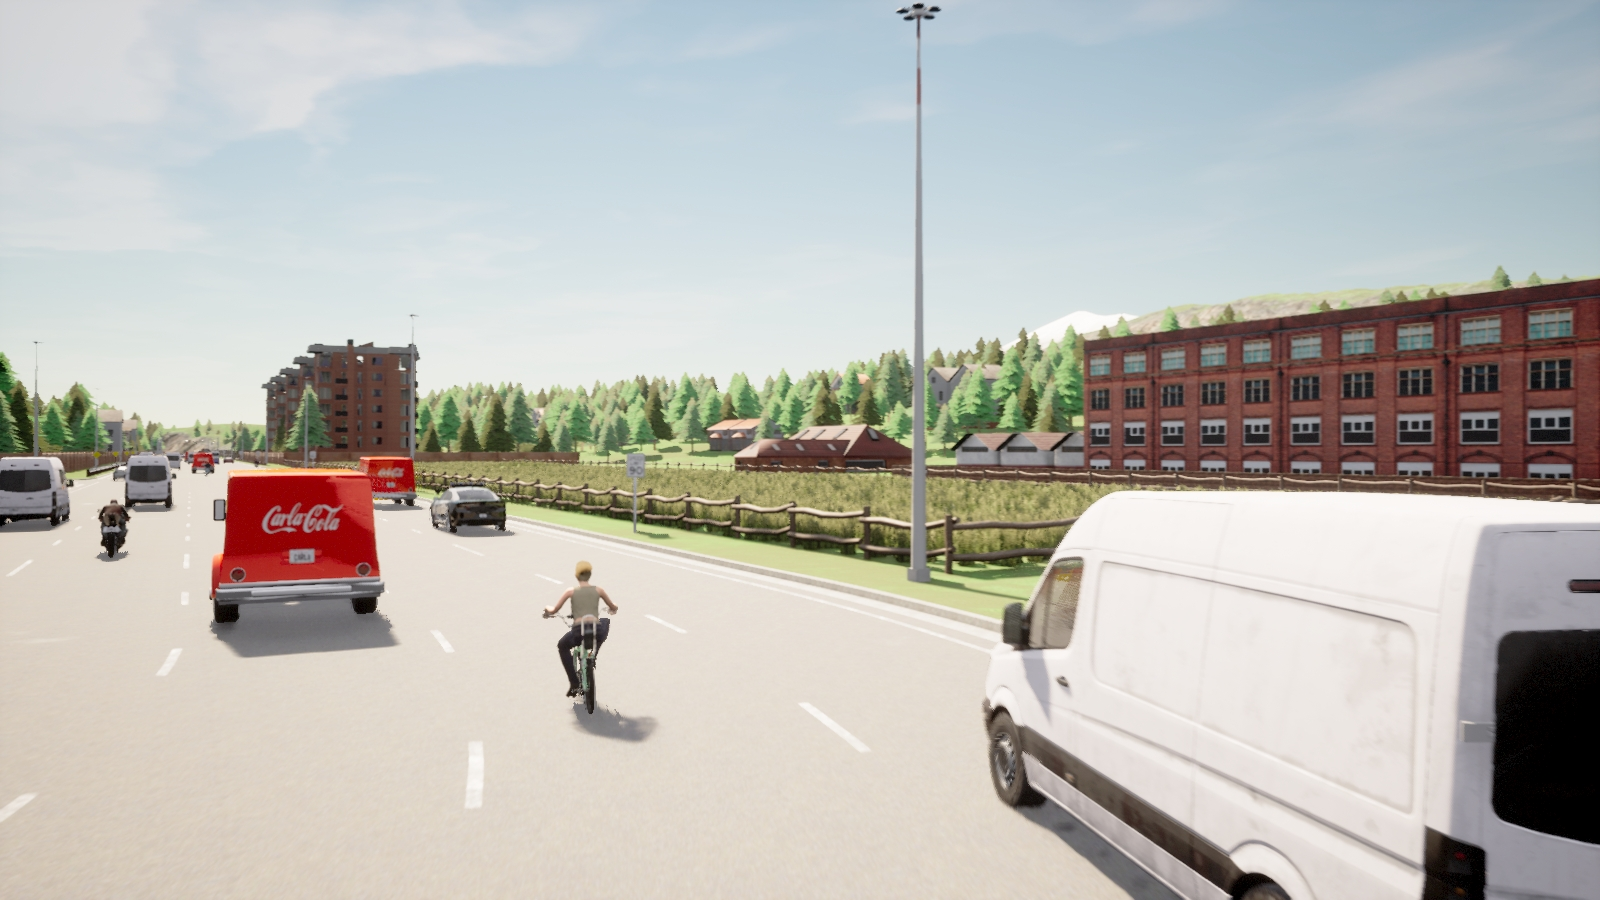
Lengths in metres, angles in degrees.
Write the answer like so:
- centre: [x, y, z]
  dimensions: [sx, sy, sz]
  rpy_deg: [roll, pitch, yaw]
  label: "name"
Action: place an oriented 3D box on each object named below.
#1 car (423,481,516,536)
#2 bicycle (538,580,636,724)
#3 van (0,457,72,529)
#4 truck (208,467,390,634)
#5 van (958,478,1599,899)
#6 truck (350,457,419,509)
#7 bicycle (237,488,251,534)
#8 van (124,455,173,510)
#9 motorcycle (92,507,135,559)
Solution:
- centre: [-11.757, 2.004, 40.414]
  dimensions: [2.097, 1.638, 5.238]
  rpy_deg: [0, 0, -28]
  label: "car"
- centre: [-2.367, 2.165, 12.540]
  dimensions: [0.859, 1.276, 1.487]
  rpy_deg: [-1, 0, -18]
  label: "bicycle"
- centre: [-29.655, 1.562, 44.282]
  dimensions: [1.988, 2.561, 5.915]
  rpy_deg: [0, 0, -28]
  label: "van"
- centre: [-9.037, 1.578, 20.331]
  dimensions: [2.627, 2.467, 5.204]
  rpy_deg: [0, 0, -27]
  label: "truck"
- centre: [2.889, 1.538, 7.299]
  dimensions: [1.988, 2.561, 5.915]
  rpy_deg: [1, 0, -10]
  label: "van"
- centre: [-21.270, 1.603, 58.357]
  dimensions: [2.627, 2.467, 5.204]
  rpy_deg: [0, 0, -28]
  label: "truck"
- centre: [-19.120, 2.079, 39.264]
  dimensions: [0.373, 1.496, 1.643]
  rpy_deg: [0, 0, -28]
  label: "bicycle"
- centre: [-32.619, 1.568, 57.318]
  dimensions: [1.988, 2.561, 5.915]
  rpy_deg: [0, 0, -28]
  label: "van"
- centre: [-18.602, 2.224, 30.978]
  dimensions: [0.867, 1.251, 2.209]
  rpy_deg: [0, 0, -28]
  label: "motorcycle"
